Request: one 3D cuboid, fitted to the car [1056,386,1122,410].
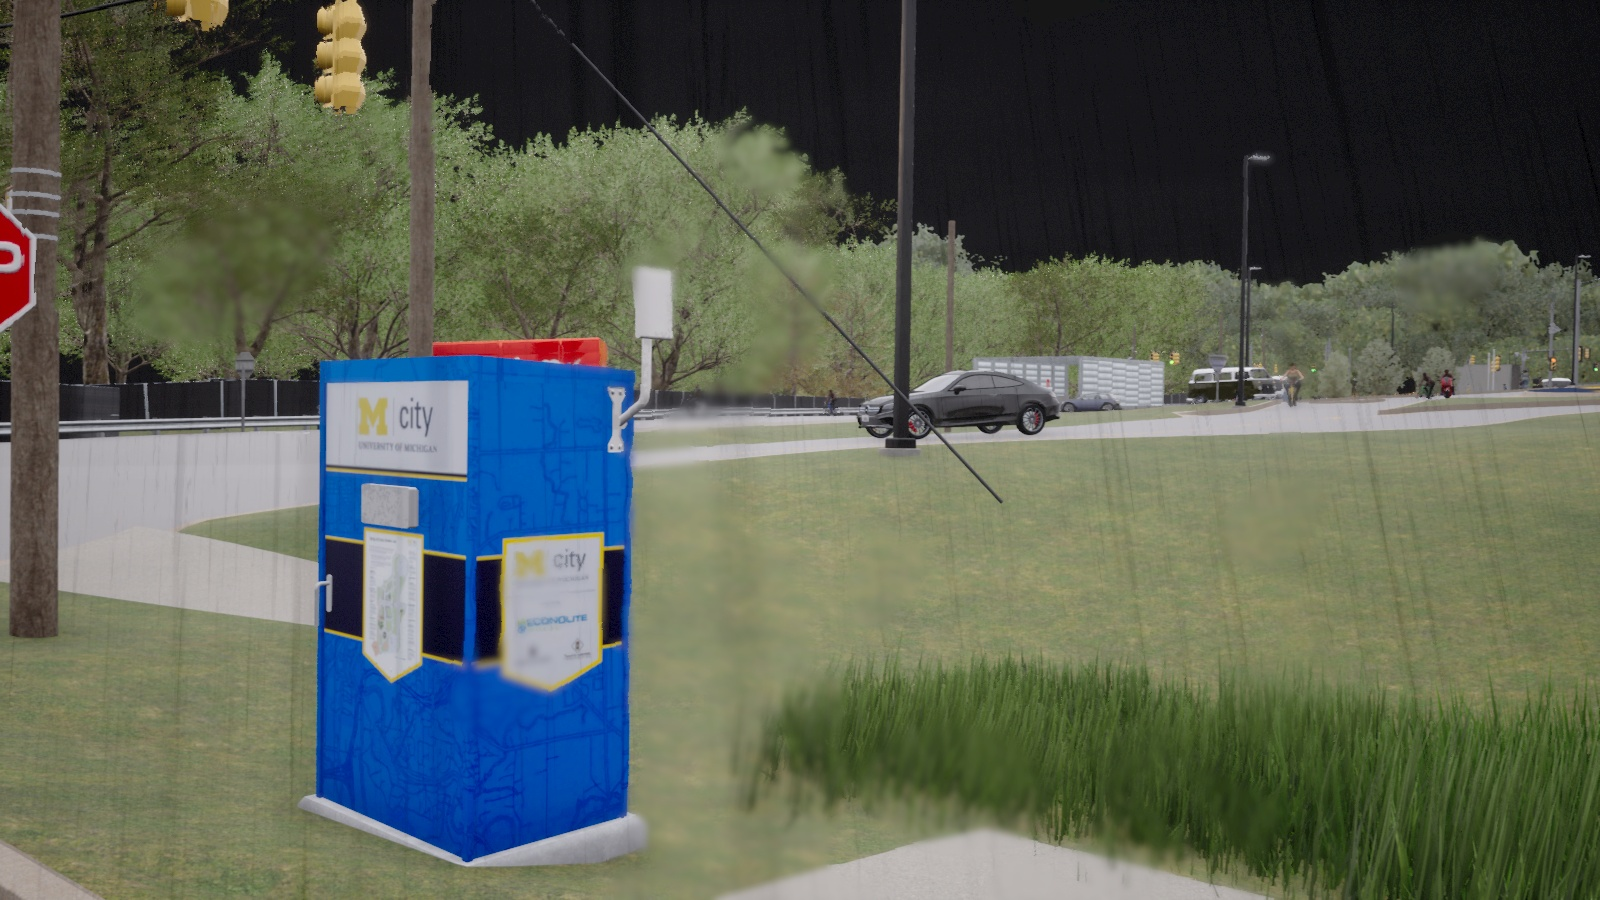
[{"bbox_3d":[18.934,-3.394,82.238,3.806,1.475,1.970,0,1,27],"label":"car"}]

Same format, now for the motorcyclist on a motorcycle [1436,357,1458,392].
[{"bbox_3d":[29.598,-3.477,57.436,0.797,1.523,2.044,-3,2,28],"label":"motorcyclist on a motorcycle"}]

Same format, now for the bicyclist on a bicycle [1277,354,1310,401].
[{"bbox_3d":[17.731,-2.621,45.077,0.866,1.612,1.509,-1,3,29],"label":"bicyclist on a bicycle"}]

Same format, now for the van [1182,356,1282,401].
[{"bbox_3d":[22.308,-3.667,64.947,2.069,2.038,4.480,-3,1,-34],"label":"van"}]

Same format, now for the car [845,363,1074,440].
[{"bbox_3d":[3.506,-1.080,27.463,4.674,1.442,1.812,-3,3,-24],"label":"car"}]

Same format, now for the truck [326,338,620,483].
[{"bbox_3d":[-6.406,-0.791,25.295,5.204,2.467,2.627,-4,1,-4],"label":"truck"}]
